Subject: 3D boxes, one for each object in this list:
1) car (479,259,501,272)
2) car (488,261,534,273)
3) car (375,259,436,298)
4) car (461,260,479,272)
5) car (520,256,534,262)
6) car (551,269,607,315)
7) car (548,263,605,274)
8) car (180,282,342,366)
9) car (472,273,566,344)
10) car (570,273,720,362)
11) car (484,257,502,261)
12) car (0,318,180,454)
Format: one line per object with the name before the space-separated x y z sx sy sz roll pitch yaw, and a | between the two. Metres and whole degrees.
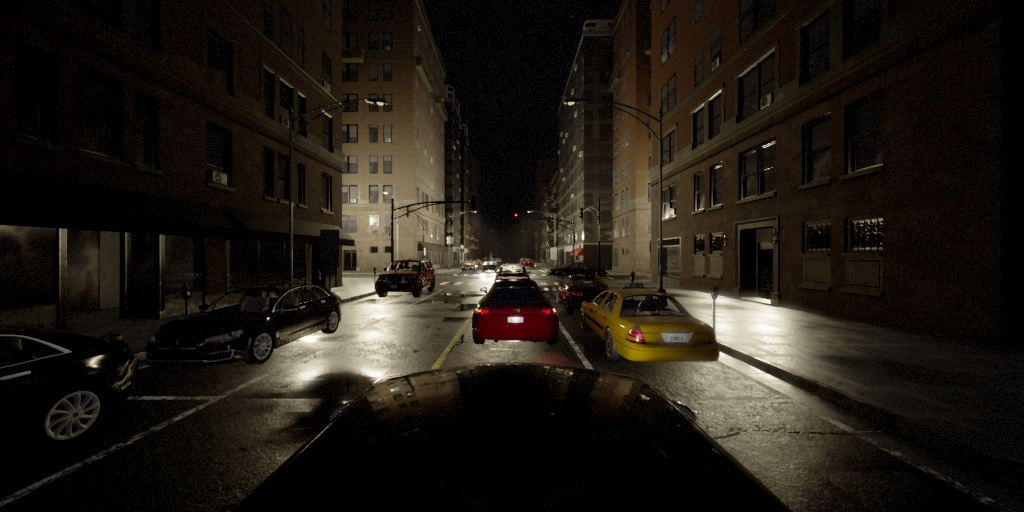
car | -2.762 1.344 45.347 1.895 1.301 4.718 0 0 0
car | 0.035 1.239 19.440 2.128 1.511 4.902 0 0 0
car | -5.355 1.062 18.739 2.192 1.841 5.009 0 0 0
car | -5.301 1.293 45.203 2.007 1.370 4.403 0 0 0
car | 2.757 1.176 61.541 1.967 1.591 4.097 0 0 0
car | 2.659 1.330 13.301 1.802 1.307 4.207 0 0 0
car | 6.021 1.328 33.296 5.357 1.411 2.033 0 0 0
car | -5.377 1.300 7.914 2.007 1.370 4.403 0 0 0
car | 0.082 1.313 9.571 1.994 1.385 4.181 0 0 0
car | 2.648 1.275 8.059 1.751 1.417 4.829 0 0 0
car | -2.734 1.231 54.916 2.128 1.511 4.902 0 0 0
car | -5.388 1.300 2.501 2.007 1.370 4.403 0 0 0
